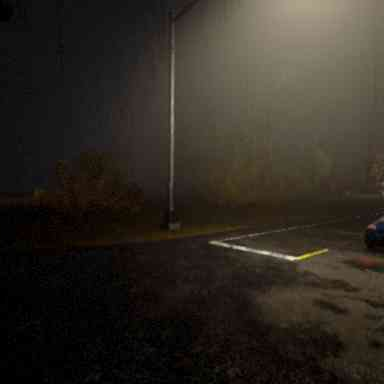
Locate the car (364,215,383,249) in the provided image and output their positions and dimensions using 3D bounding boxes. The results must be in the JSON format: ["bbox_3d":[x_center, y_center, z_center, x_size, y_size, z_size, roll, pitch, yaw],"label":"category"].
[{"bbox_3d":[7.863,1.293,11.908,4.181,1.385,1.994,-1,3,-43],"label":"car"}]
